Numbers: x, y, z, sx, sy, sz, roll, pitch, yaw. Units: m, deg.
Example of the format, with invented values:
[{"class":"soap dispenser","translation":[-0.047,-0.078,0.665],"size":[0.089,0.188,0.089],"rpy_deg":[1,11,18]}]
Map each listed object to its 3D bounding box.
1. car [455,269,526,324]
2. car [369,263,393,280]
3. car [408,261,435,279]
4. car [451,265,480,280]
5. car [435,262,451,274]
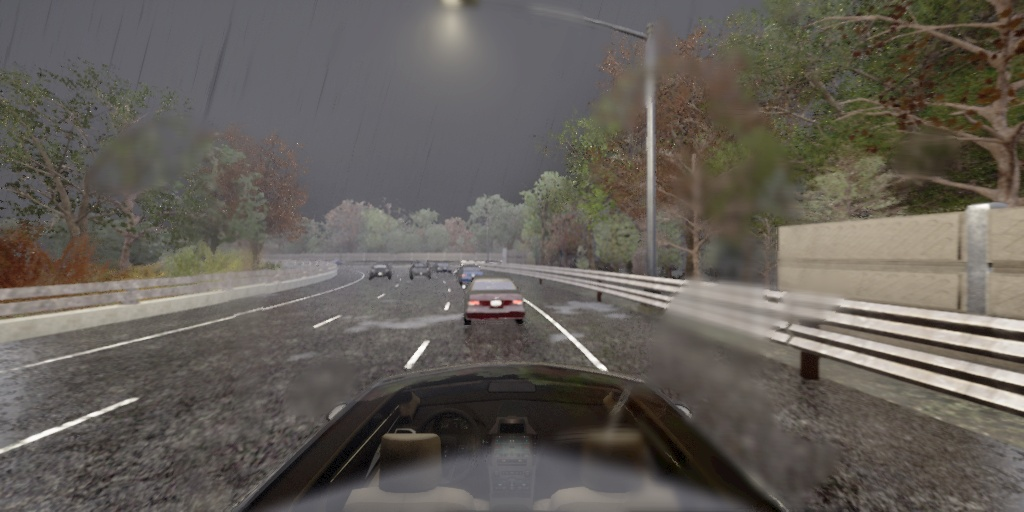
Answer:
[{"class":"car","translation":[-0.715,1.341,12.237],"size":[2.033,1.411,5.357],"rpy_deg":[0,0,-6]},{"class":"car","translation":[-12.467,1.422,34.095],"size":[1.812,1.442,4.674],"rpy_deg":[0,0,-19]},{"class":"car","translation":[-8.997,1.387,34.722],"size":[2.128,1.511,4.902],"rpy_deg":[0,0,-18]},{"class":"car","translation":[-3.288,1.407,27.497],"size":[2.033,1.411,5.357],"rpy_deg":[0,0,-13]},{"class":"car","translation":[-8.782,1.480,44.012],"size":[2.033,1.411,5.357],"rpy_deg":[0,0,-22]}]
